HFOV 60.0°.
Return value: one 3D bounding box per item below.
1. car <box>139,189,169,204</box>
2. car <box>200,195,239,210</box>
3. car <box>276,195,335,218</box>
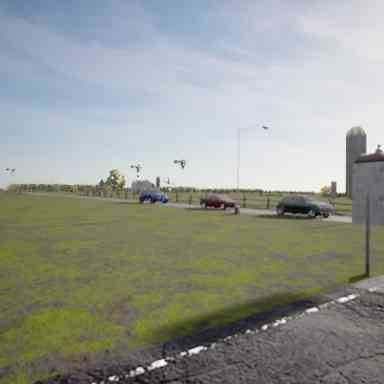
[{"bbox_3d":[-5.422,0.586,46.661,2.150,2.045,5.566,1,0,-36],"label":"car"},{"bbox_3d":[2.861,1.038,35.243,1.882,1.535,5.008,1,0,-36],"label":"car"},{"bbox_3d":[9.054,1.062,26.724,2.097,1.767,4.553,1,0,-36],"label":"car"}]
